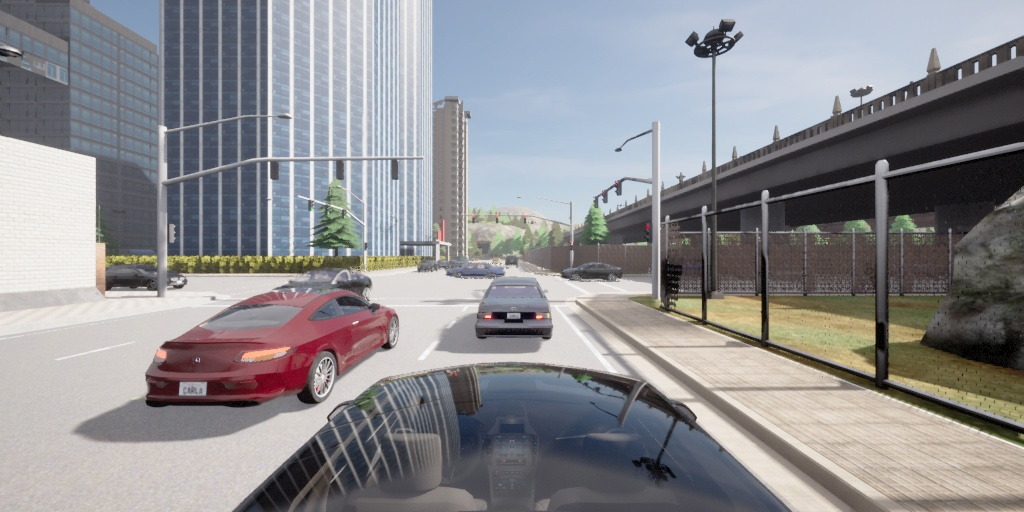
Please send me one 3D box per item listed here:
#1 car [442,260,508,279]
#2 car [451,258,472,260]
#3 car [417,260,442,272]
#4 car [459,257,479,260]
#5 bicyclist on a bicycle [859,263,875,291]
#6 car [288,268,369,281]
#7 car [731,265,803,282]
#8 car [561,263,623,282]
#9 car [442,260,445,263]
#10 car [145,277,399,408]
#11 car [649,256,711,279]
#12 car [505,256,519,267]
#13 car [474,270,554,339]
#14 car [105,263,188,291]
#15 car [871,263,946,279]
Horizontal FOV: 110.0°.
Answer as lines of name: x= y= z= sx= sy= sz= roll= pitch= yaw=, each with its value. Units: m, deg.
car: x=-3.260 y=1.327 z=32.585 sx=5.357 sy=1.411 sz=2.033 roll=0 pitch=0 yaw=0
car: x=-7.177 y=1.313 z=49.527 sx=1.994 sy=1.385 sz=4.181 roll=0 pitch=0 yaw=0
car: x=-10.677 y=1.255 z=45.754 sx=1.837 sy=1.490 sz=4.892 roll=0 pitch=0 yaw=0
car: x=-7.182 y=1.297 z=58.765 sx=2.033 sy=1.411 sz=5.357 roll=0 pitch=0 yaw=0
bicyclist on a bicycle: x=18.267 y=1.106 z=18.188 sx=0.582 sy=1.620 sz=1.656 roll=0 pitch=0 yaw=0
car: x=-7.057 y=1.240 z=13.672 sx=2.128 sy=1.511 sz=4.902 roll=0 pitch=0 yaw=2
car: x=20.693 y=1.406 z=29.180 sx=4.718 sy=1.301 sz=1.895 roll=0 pitch=0 yaw=0
car: x=6.475 y=1.302 z=29.123 sx=4.892 sy=1.490 sz=1.837 roll=0 pitch=0 yaw=0
car: x=-10.690 y=1.275 z=54.993 sx=1.812 sy=1.442 sz=4.674 roll=0 pitch=0 yaw=0
car: x=-3.449 y=1.276 z=6.193 sx=1.812 sy=1.442 sz=4.674 roll=0 pitch=0 yaw=0
car: x=15.440 y=1.027 z=32.661 sx=5.566 sy=2.045 sz=2.150 roll=0 pitch=0 yaw=0
car: x=-0.023 y=0.971 z=63.715 sx=2.150 sy=2.045 sz=5.566 roll=0 pitch=0 yaw=0
car: x=0.079 y=1.297 z=10.013 sx=2.033 sy=1.411 sz=5.357 roll=0 pitch=0 yaw=1
car: x=-22.583 y=1.331 z=21.823 sx=4.674 sy=1.442 sz=1.812 roll=0 pitch=0 yaw=0
car: x=36.121 y=1.353 z=32.728 sx=5.357 sy=1.411 sz=2.033 roll=0 pitch=0 yaw=0
